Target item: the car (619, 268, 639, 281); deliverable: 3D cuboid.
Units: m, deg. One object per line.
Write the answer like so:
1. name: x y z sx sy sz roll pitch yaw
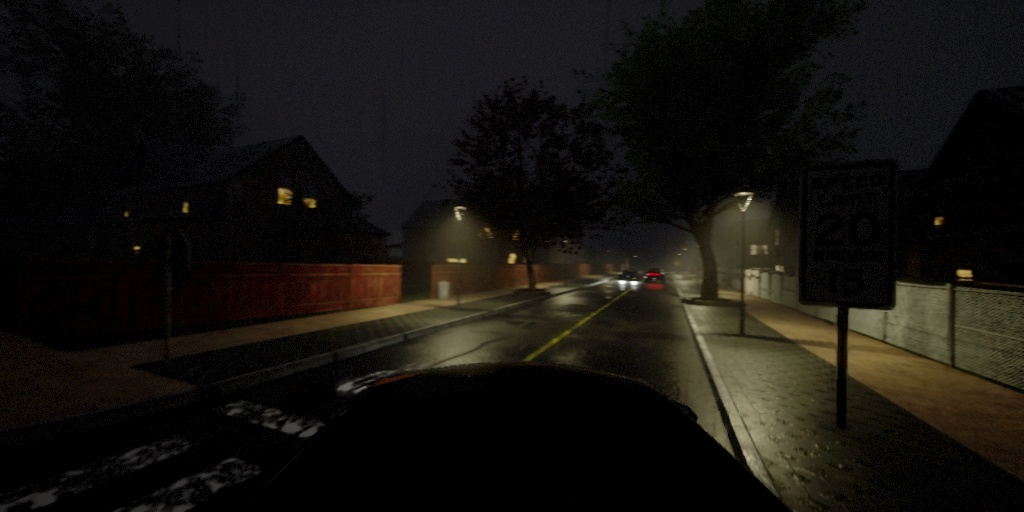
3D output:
1. car: 13.461 2.113 41.084 1.994 1.385 4.181 1 -1 23

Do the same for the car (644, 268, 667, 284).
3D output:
1. car: 14.957 2.034 37.454 1.837 1.490 4.892 1 -1 24
